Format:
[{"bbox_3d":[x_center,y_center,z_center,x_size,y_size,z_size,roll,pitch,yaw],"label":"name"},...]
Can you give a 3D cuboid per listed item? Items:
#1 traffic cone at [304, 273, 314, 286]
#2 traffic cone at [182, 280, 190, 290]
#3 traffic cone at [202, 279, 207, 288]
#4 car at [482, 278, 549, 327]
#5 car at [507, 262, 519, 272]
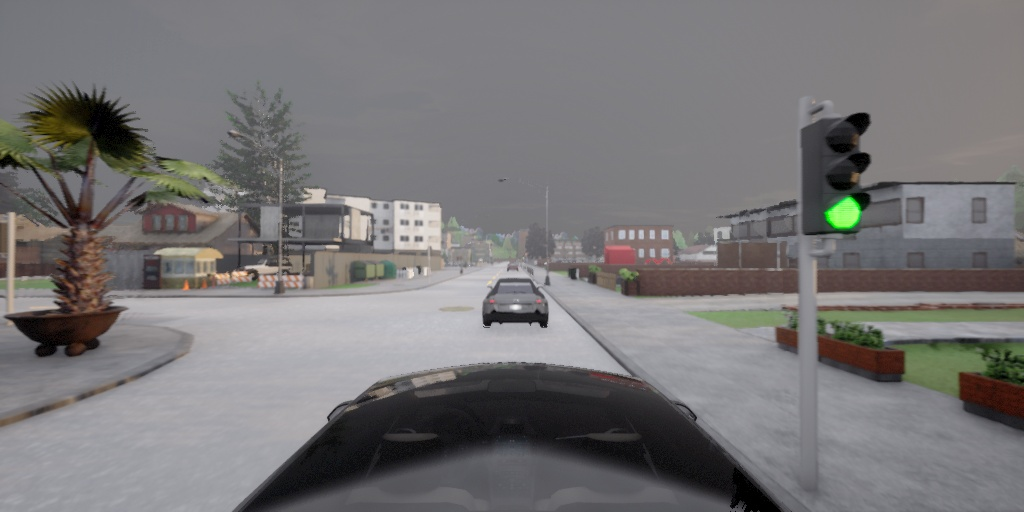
[{"bbox_3d":[-15.739,1.821,27.961,0.344,0.586,0.344,0,0,0],"label":"traffic cone"},{"bbox_3d":[-20.308,1.802,22.360,0.344,0.586,0.344,0,0,0],"label":"traffic cone"},{"bbox_3d":[-19.788,1.780,23.080,0.344,0.586,0.344,0,0,0],"label":"traffic cone"},{"bbox_3d":[0.102,1.415,11.975,1.994,1.385,4.181,0,-1,0],"label":"car"},{"bbox_3d":[0.137,1.855,60.249,1.812,1.442,4.674,0,0,0],"label":"car"}]
